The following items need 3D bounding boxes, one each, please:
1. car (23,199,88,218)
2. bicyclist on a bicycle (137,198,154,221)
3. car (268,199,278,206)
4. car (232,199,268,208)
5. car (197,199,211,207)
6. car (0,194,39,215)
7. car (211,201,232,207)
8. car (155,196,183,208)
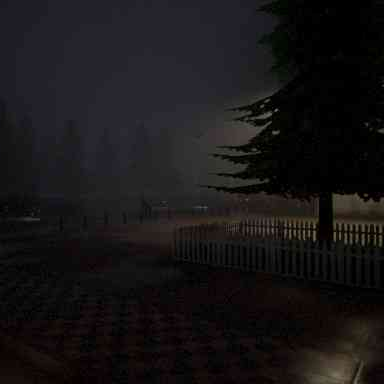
[{"bbox_3d":[-12.291,1.547,30.911,2.033,1.411,5.357,0,0,35],"label":"car"},{"bbox_3d":[-3.433,1.302,24.414,1.656,1.620,0.582,0,0,35],"label":"bicyclist on a bicycle"},{"bbox_3d":[14.267,1.547,55.774,2.033,1.411,5.357,0,0,36],"label":"car"},{"bbox_3d":[8.297,1.222,47.390,2.150,2.045,5.566,0,0,36],"label":"car"},{"bbox_3d":[2.880,1.548,52.069,2.033,1.411,5.357,0,0,36],"label":"car"},{"bbox_3d":[-16.802,1.221,30.613,2.150,2.045,5.566,0,0,35],"label":"car"},{"bbox_3d":[5.088,1.564,48.990,1.994,1.385,4.181,0,0,35],"label":"car"},{"bbox_3d":[-3.385,1.351,49.385,2.097,1.767,4.553,0,0,36],"label":"car"}]
